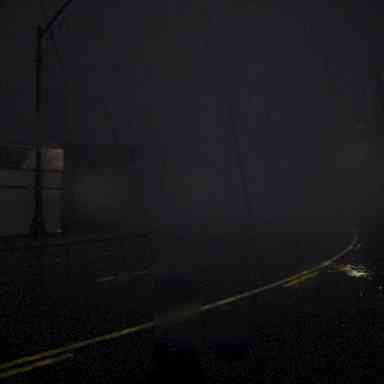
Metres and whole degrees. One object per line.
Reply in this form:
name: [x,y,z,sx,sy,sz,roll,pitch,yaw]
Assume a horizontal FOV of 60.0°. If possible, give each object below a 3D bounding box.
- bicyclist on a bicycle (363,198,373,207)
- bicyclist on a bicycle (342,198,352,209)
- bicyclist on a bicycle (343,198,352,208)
bicyclist on a bicycle: [31.003,1.856,58.551,1.656,1.620,0.582,0,0,42]
bicyclist on a bicycle: [25.455,1.894,54.730,1.656,1.620,0.582,-8,1,6]
bicyclist on a bicycle: [25.964,1.825,55.551,1.656,1.620,0.582,0,0,-29]
